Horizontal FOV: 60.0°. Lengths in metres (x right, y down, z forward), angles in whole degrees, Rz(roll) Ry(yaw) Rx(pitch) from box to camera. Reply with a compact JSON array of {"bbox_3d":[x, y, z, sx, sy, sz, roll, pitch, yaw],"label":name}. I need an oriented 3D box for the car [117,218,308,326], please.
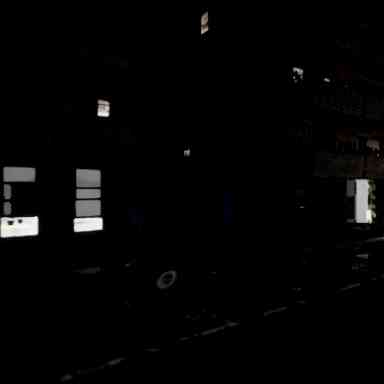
[{"bbox_3d":[0.524,1.414,6.935,4.097,1.590,1.967,0,0,-36],"label":"car"}]
